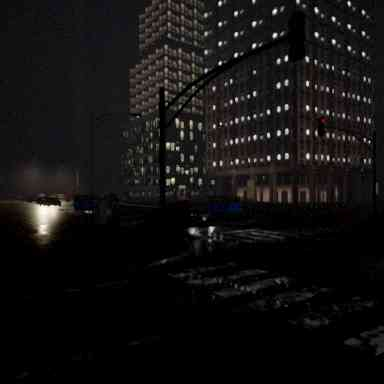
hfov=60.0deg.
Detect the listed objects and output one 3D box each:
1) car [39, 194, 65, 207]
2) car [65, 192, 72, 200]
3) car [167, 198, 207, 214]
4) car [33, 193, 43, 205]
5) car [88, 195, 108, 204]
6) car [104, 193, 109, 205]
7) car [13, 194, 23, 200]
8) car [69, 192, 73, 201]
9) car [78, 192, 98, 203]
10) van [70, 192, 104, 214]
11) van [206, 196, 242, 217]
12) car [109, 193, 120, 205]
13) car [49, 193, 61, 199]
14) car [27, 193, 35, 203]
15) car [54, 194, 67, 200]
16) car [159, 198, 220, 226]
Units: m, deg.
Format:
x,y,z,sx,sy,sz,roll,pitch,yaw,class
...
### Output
x,y,z,sx,sy,sz,roll,pitch,yaw,class
-19.954,1.373,47.402,1.947,1.339,4.313,0,0,-34,car
-25.393,0.955,70.458,2.192,1.841,5.009,0,0,-34,car
-0.602,1.397,33.732,1.887,1.381,4.507,0,0,-34,car
-23.051,1.331,51.995,2.008,1.369,4.403,0,0,-34,car
-16.103,1.265,56.680,1.887,1.381,4.507,0,0,-34,car
-12.179,1.188,40.516,2.097,1.767,4.553,0,1,-34,car
-41.631,1.201,79.553,1.802,1.307,4.206,0,0,-34,car
-22.296,1.233,65.867,1.947,1.339,4.313,0,0,-34,car
-19.200,1.009,61.272,2.192,1.841,5.009,0,0,-34,car
-10.664,1.227,33.623,1.690,1.788,3.998,0,0,-34,van
2.569,1.218,29.189,1.690,1.788,3.998,0,0,-34,van
-13.006,1.062,52.086,2.192,1.841,5.009,0,0,-34,car
-34.778,1.083,84.378,1.752,1.417,4.829,0,0,-34,car
-29.244,1.309,61.181,1.802,1.307,4.206,0,0,-34,car
-31.586,1.137,79.645,2.008,1.369,4.403,0,0,-34,car
-0.572,1.423,23.281,2.128,1.511,4.902,0,1,-34,car
